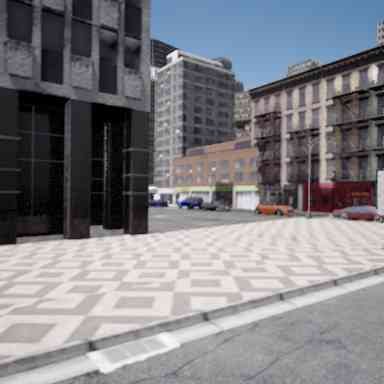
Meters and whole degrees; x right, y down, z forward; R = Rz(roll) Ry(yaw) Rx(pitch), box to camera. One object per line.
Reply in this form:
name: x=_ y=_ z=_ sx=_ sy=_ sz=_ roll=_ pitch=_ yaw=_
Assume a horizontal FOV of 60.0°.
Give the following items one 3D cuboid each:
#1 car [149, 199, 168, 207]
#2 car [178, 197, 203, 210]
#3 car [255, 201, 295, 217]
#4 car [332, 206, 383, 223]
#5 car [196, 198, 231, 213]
car: x=-6.388 y=2.112 z=63.352 sx=1.882 sy=1.535 sz=5.008 roll=1 pitch=-1 yaw=-36
car: x=-0.173 y=1.818 z=54.950 sx=2.150 sy=2.045 sz=5.566 roll=1 pitch=-1 yaw=-36
car: x=9.155 y=1.790 z=36.865 sx=2.097 sy=1.767 sz=4.553 roll=1 pitch=-1 yaw=-36
car: x=14.984 y=1.916 z=28.930 sx=2.033 sy=1.411 sz=5.357 roll=1 pitch=-1 yaw=-33
car: x=3.169 y=1.993 z=45.060 sx=2.128 sy=1.511 sz=4.902 roll=1 pitch=-1 yaw=-36
